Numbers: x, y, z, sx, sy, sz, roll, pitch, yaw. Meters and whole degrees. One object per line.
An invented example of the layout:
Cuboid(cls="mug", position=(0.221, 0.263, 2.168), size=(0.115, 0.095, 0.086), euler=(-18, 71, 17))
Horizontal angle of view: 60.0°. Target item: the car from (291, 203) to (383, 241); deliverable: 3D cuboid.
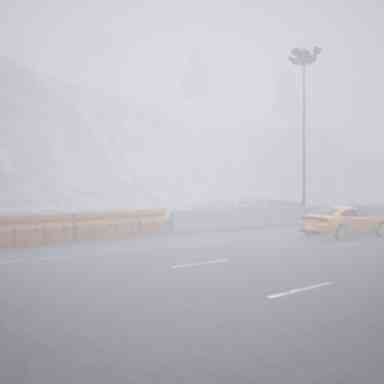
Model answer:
Cuboid(cls="car", position=(7.524, 1.437, 16.418), size=(5.008, 1.535, 1.882), euler=(0, 0, -29))

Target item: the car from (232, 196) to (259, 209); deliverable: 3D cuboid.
Cuboid(cls="car", position=(6.739, 1.391, 31.994), size=(5.008, 1.535, 1.882), euler=(0, 0, -26))

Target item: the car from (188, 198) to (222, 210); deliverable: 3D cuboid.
Cuboid(cls="car", position=(2.268, 1.440, 37.610), size=(5.357, 1.411, 2.033), euler=(0, 0, -27))

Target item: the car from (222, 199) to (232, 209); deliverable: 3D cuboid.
Cuboid(cls="car", position=(5.919, 1.254, 35.470), size=(4.553, 1.767, 2.097), euler=(0, 0, -26))

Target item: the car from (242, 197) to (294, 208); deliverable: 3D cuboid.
Cuboid(cls="car", position=(7.120, 1.416, 28.272), size=(4.902, 1.511, 2.128), euler=(0, 0, -27))
